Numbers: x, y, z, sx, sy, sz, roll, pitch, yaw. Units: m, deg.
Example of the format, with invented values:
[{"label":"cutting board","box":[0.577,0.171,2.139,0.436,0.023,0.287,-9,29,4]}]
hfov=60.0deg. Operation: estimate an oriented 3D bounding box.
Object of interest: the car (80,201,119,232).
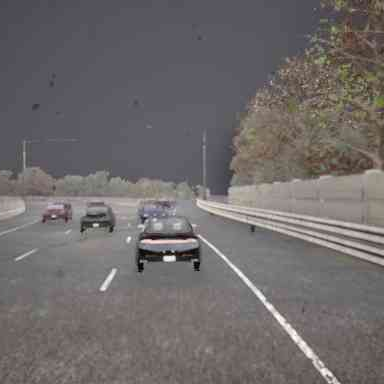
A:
[{"label":"car","box":[-5.645,1.544,20.377,1.837,1.490,4.892,0,0,-11]}]

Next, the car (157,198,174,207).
[{"label":"car","box":[-3.899,1.538,46.337,1.882,1.535,5.008,0,0,0]}]

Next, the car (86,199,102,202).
[{"label":"car","box":[-12.176,1.557,41.761,1.882,1.535,5.008,0,0,-22]}]

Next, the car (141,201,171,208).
[{"label":"car","box":[-3.114,1.637,25.291,1.895,1.301,4.718,0,0,-13]}]

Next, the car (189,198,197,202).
[{"label":"car","box":[0.390,2.314,94.313,2.033,1.411,5.357,0,-3,7]}]

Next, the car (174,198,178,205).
[{"label":"car","box":[-3.559,1.673,58.252,1.895,1.301,4.718,0,0,4]}]

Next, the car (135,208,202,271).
[{"label":"car","box":[-0.800,1.505,10.972,2.128,1.511,4.902,0,0,-5]}]

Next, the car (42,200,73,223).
[{"label":"car","box":[-10.580,1.586,26.321,1.812,1.442,4.674,0,0,-14]}]
